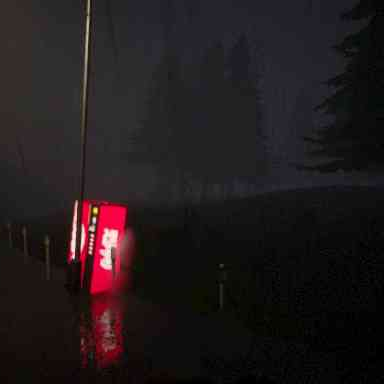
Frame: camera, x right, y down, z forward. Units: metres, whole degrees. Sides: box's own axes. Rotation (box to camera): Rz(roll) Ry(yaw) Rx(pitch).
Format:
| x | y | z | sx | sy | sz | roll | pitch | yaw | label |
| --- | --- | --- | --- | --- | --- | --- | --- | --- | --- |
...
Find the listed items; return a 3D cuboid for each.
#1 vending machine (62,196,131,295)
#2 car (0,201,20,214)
| x | y | z | sx | sy | sz | roll | pitch | yaw | label |
| --- | --- | --- | --- | --- | --- | --- | --- | --- | --- |
| -2.291 | 1.226 | 8.017 | 0.880 | 2.100 | 1.100 | 6 | 0 | 44 | vending machine |
| -22.453 | 1.798 | 39.423 | 2.033 | 1.411 | 5.357 | 4 | -1 | -3 | car |
